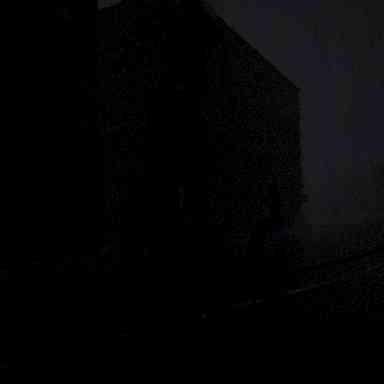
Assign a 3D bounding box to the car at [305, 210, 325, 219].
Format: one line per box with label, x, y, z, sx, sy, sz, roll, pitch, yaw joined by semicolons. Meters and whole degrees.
car;24.338;4.411;65.976;2.097;1.767;4.553;-1;-4;-10
